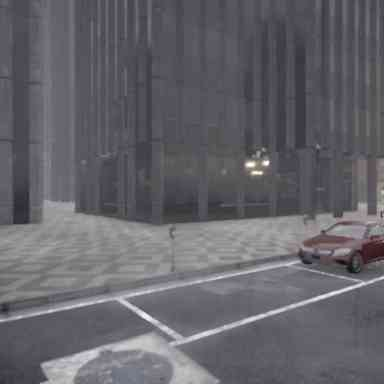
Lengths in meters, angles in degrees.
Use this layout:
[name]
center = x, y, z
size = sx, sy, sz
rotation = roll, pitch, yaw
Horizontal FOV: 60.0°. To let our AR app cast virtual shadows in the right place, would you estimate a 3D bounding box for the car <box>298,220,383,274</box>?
[car]
center = 5.142, 1.566, 10.453
size = 4.206, 1.307, 1.802
rotation = 0, 0, -36
